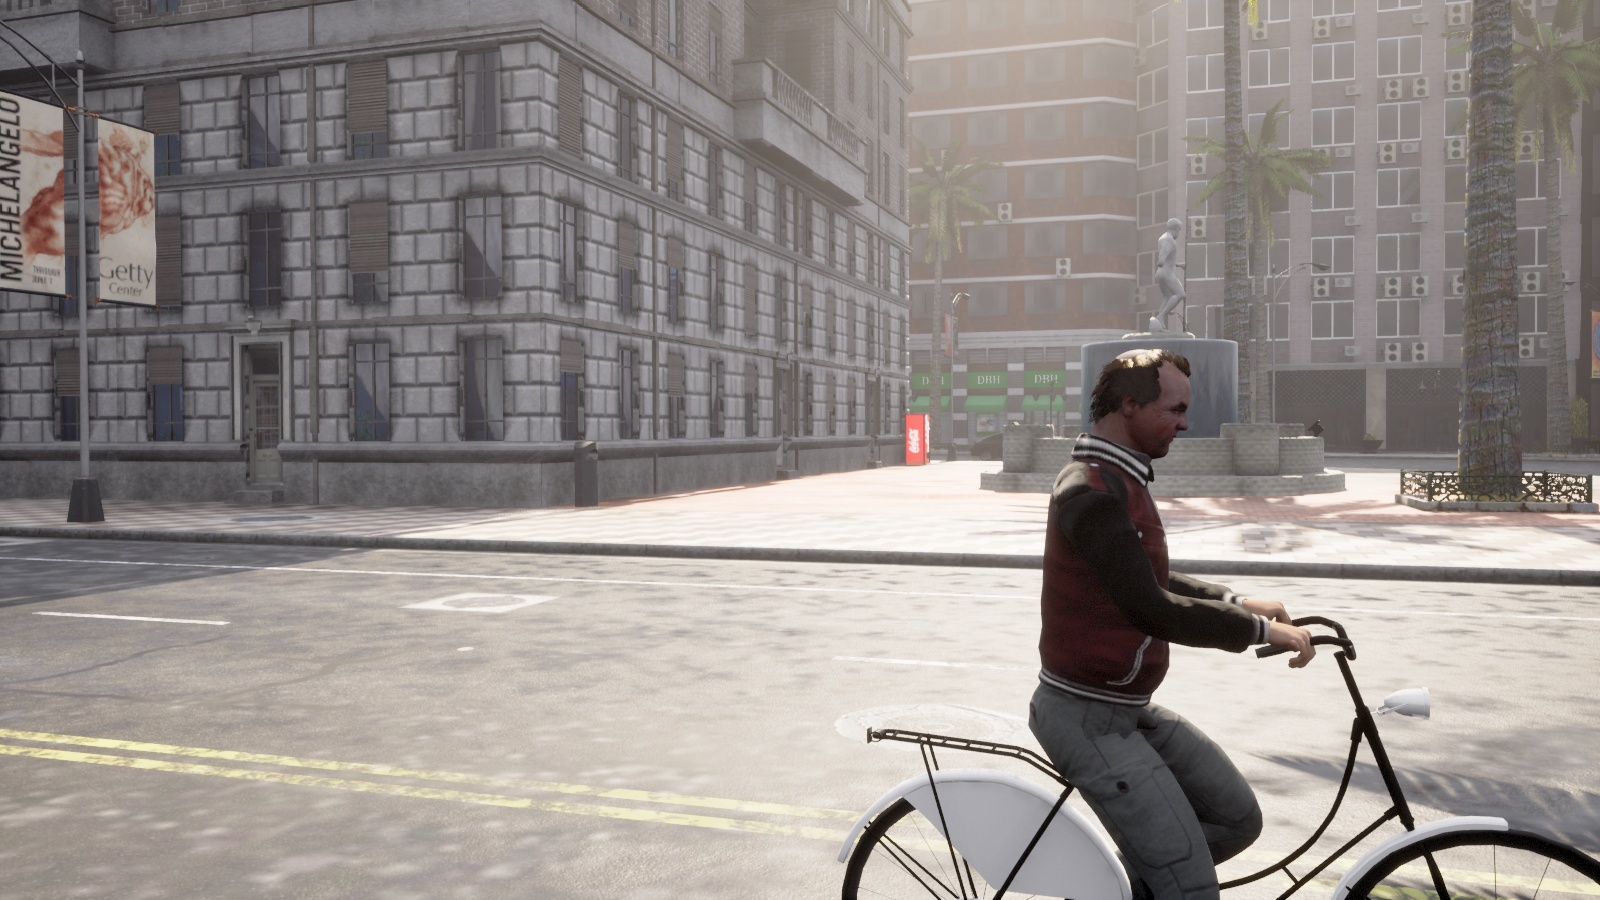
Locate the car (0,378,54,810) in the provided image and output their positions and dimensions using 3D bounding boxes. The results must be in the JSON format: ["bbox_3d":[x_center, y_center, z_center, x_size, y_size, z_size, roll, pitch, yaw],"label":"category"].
[{"bbox_3d":[-5.684,0.582,5.087,4.553,1.767,2.097,1,1,18],"label":"car"}]

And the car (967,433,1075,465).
[{"bbox_3d":[10.417,-0.058,59.303,4.674,1.442,1.812,1,1,30],"label":"car"}]

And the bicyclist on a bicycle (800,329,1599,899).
[{"bbox_3d":[0.978,0.655,2.875,1.843,1.776,0.659,0,1,19],"label":"bicyclist on a bicycle"}]
